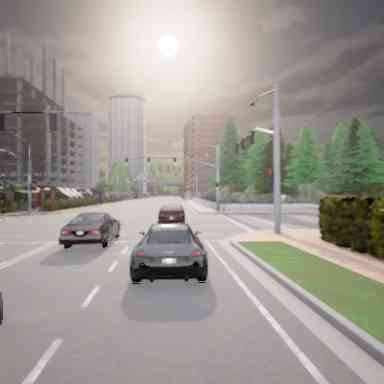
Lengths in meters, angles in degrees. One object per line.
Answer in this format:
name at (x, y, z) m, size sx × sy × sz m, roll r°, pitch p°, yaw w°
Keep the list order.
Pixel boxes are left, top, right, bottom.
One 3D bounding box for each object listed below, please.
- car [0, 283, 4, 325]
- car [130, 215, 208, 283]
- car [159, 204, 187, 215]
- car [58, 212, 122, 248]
car at (-3.825, 1.528, 3.285) m, size 2.128 × 1.511 × 4.902 m, roll 0°, pitch 0°, yaw -1°
car at (-0.650, 1.612, 9.851) m, size 1.994 × 1.385 × 4.181 m, roll 0°, pitch 0°, yaw -3°
car at (-1.436, 1.599, 24.572) m, size 1.882 × 1.535 × 5.008 m, roll 0°, pitch 0°, yaw -2°
car at (-4.486, 1.643, 15.320) m, size 2.033 × 1.411 × 5.357 m, roll 0°, pitch 0°, yaw -4°
